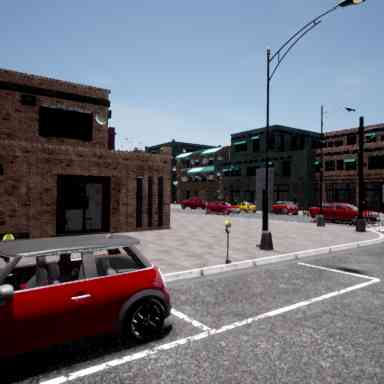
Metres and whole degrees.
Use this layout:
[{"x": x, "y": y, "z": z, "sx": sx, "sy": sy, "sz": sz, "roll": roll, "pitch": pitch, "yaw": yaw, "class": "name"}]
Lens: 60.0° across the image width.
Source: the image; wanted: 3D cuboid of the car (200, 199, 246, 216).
[{"x": 3.297, "y": 1.762, "z": 36.405, "sx": 1.812, "sy": 1.442, "sz": 4.674, "roll": 1, "pitch": -1, "yaw": -35, "class": "car"}]

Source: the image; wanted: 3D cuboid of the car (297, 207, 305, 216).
[{"x": 12.938, "y": 1.812, "z": 32.664, "sx": 1.947, "sy": 1.339, "sz": 4.313, "roll": 0, "pitch": -1, "yaw": -35, "class": "car"}]

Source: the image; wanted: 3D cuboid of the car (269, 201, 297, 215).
[{"x": 9.773, "y": 1.739, "z": 37.222, "sx": 1.967, "sy": 1.590, "sz": 4.097, "roll": 0, "pitch": -1, "yaw": -35, "class": "car"}]

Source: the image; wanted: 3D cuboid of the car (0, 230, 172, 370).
[{"x": -2.409, "y": 1.440, "z": 4.826, "sx": 4.097, "sy": 1.590, "sz": 1.967, "roll": 0, "pitch": 1, "yaw": -36, "class": "car"}]

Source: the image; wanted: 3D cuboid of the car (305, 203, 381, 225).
[{"x": 11.288, "y": 1.577, "z": 24.722, "sx": 1.882, "sy": 1.535, "sz": 5.008, "roll": 1, "pitch": -1, "yaw": -33, "class": "car"}]

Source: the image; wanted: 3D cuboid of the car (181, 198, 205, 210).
[{"x": 0.277, "y": 1.773, "z": 50.893, "sx": 2.192, "sy": 1.841, "sz": 5.009, "roll": 0, "pitch": -1, "yaw": -35, "class": "car"}]

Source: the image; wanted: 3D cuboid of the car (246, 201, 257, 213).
[{"x": 6.510, "y": 1.879, "z": 41.917, "sx": 1.752, "sy": 1.417, "sz": 4.829, "roll": 0, "pitch": -1, "yaw": -35, "class": "car"}]
